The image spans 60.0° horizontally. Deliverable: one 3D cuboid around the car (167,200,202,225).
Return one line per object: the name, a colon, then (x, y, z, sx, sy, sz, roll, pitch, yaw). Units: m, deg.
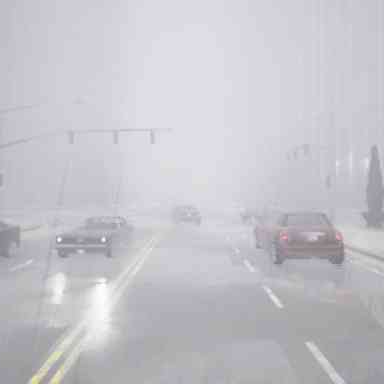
car: (-0.631, 1.594, 24.287, 2.033, 1.411, 5.357, 0, 0, -11)

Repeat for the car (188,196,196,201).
car: (-0.021, 1.566, 82.557, 1.895, 1.301, 4.718, 0, 0, 0)

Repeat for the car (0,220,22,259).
car: (-7.080, 1.496, 9.940, 1.882, 1.535, 5.008, 0, 0, 0)

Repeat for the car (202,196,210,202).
car: (3.479, 1.679, 82.018, 1.895, 1.301, 4.718, 0, 0, 0)

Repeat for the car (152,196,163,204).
car: (-7.018, 1.649, 68.141, 2.128, 1.511, 4.902, 0, 0, 0)

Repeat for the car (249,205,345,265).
car: (3.560, 1.375, 11.921, 2.097, 1.767, 4.553, 0, 0, 0)

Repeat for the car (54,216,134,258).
car: (-3.566, 1.625, 12.917, 1.895, 1.301, 4.718, 0, 0, 0)

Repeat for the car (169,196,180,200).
car: (-3.519, 1.628, 68.206, 1.837, 1.490, 4.892, 0, 0, 0)

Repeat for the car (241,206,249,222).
car: (5.363, 1.651, 26.252, 1.895, 1.301, 4.718, 0, 0, 24)
